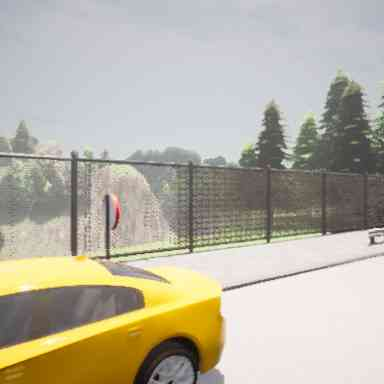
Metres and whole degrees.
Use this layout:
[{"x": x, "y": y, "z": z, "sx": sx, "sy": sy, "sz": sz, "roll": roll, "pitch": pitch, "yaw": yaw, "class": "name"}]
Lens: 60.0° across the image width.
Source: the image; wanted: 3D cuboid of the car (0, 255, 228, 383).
[{"x": -1.914, "y": 1.478, "z": 3.237, "sx": 5.008, "sy": 1.535, "sz": 1.882, "roll": -1, "pitch": 0, "yaw": -35, "class": "car"}]
